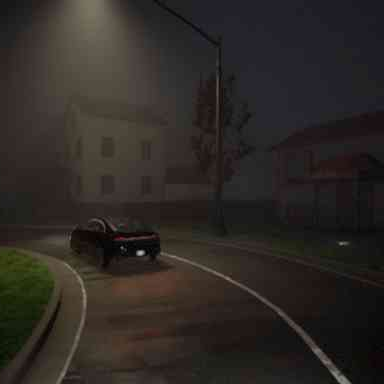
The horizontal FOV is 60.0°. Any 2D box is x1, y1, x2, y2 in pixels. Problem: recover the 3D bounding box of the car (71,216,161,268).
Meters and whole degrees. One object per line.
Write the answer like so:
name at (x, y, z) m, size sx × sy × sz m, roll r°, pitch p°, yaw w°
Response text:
car at (-2.884, 1.611, 11.876) m, size 2.128 × 1.511 × 4.902 m, roll 0°, pitch -1°, yaw -34°
